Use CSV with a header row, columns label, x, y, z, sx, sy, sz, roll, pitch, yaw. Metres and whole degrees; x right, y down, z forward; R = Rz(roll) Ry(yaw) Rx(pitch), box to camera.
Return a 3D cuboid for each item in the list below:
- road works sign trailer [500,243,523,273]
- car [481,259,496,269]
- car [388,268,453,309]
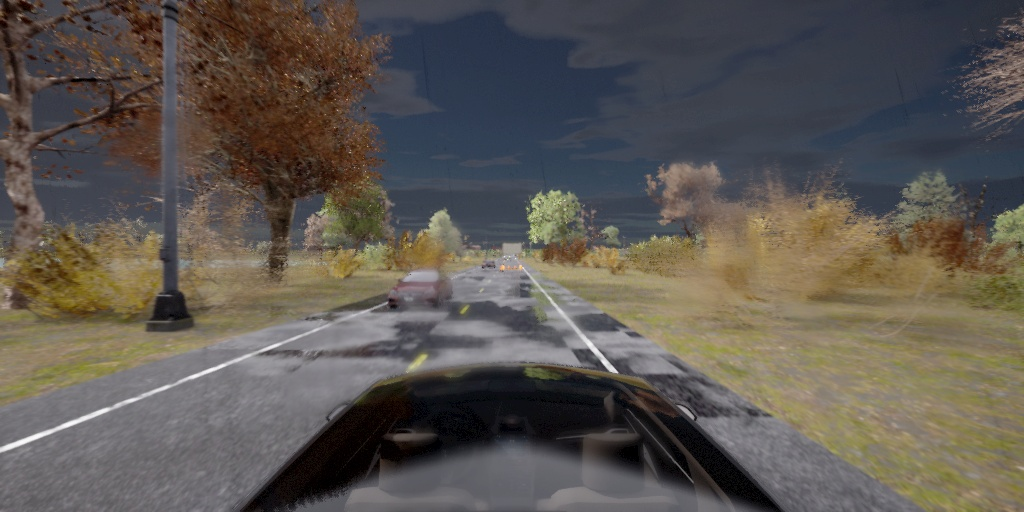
label,x,y,z,sx,sy,sz,roll,pitch,yaw
road works sign trailer,0.003,0.148,42.119,2.380,3.560,2.880,0,0,0
car,-3.558,1.208,55.296,1.994,1.385,4.181,0,0,0
car,-3.599,1.260,14.913,1.812,1.442,4.674,0,0,0
